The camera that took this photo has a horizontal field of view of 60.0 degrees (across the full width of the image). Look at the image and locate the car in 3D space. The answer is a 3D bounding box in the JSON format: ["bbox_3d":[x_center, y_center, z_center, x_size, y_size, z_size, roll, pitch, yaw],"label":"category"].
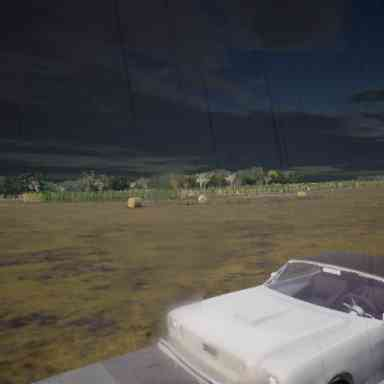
[{"bbox_3d":[1.959,1.597,4.492,4.718,1.301,1.895,0,0,-36],"label":"car"}]
